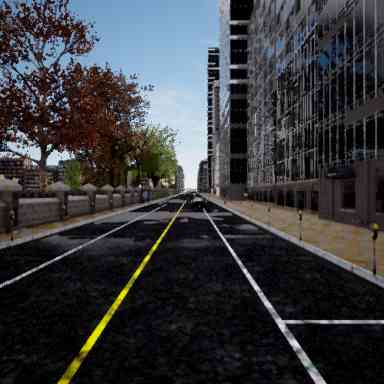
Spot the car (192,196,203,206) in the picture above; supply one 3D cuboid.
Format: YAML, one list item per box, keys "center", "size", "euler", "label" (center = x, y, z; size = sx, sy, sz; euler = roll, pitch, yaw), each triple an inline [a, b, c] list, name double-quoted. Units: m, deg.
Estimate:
- center: [0.900, 1.538, 57.784]
  size: [1.837, 1.490, 4.892]
  euler: [0, 0, 0]
  label: "car"

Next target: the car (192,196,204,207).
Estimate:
- center: [0.900, 1.455, 51.975]
  size: [1.801, 1.575, 5.366]
  euler: [0, 0, 0]
  label: "car"

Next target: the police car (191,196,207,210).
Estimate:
- center: [0.900, 1.428, 41.894]
  size: [1.930, 1.638, 5.238]
  euler: [0, 0, 0]
  label: "police car"
